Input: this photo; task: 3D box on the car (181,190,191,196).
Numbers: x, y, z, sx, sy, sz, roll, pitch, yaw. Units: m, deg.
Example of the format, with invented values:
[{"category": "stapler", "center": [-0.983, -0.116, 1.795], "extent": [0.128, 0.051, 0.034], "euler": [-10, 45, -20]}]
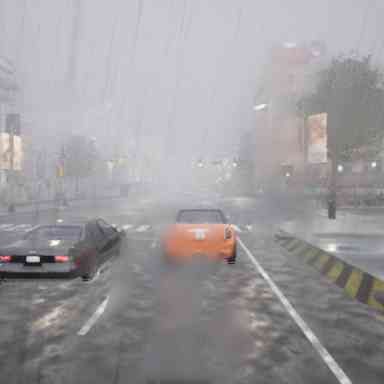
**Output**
[{"category": "car", "center": [-1.476, 0.383, 94.737], "extent": [1.895, 1.301, 4.718], "euler": [0, 1, 1]}]

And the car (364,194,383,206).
[{"category": "car", "center": [24.260, 1.069, 41.153], "extent": [4.181, 1.385, 1.994], "euler": [0, 1, 1]}]

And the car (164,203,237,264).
[{"category": "car", "center": [0.284, 1.205, 11.450], "extent": [2.097, 1.767, 4.553], "euler": [0, 1, 1]}]

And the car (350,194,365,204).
[{"category": "car", "center": [23.844, 0.951, 44.652], "extent": [4.902, 1.511, 2.128], "euler": [0, 1, 1]}]

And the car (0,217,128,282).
[{"category": "car", "center": [-3.262, 1.421, 9.459], "extent": [2.033, 1.411, 5.357], "euler": [0, 1, 1]}]
